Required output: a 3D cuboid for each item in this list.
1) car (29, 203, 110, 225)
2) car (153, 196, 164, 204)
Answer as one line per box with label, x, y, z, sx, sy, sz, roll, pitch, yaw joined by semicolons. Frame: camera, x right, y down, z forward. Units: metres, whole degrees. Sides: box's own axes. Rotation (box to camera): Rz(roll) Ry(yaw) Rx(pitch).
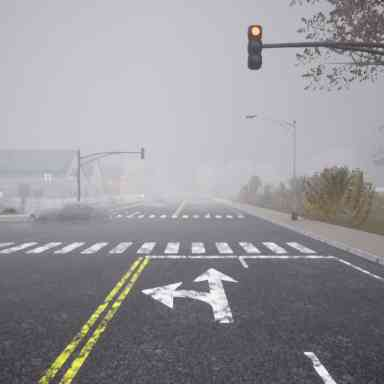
car;-8.618;1.509;23.873;5.357;1.411;2.033;1;0;-41
car;-6.459;1.456;64.289;2.128;1.511;4.902;0;1;0
